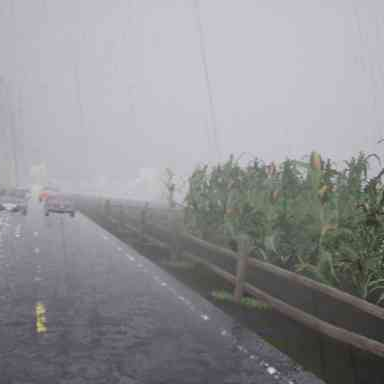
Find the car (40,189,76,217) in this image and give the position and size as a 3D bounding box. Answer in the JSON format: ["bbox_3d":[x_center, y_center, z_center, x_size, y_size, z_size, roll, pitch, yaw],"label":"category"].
[{"bbox_3d":[-9.121,0.865,22.880,2.033,1.411,5.357,5,0,-25],"label":"car"}]

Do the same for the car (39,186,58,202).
[{"bbox_3d":[-15.358,0.187,35.997,2.097,1.767,4.553,5,0,-25],"label":"car"}]

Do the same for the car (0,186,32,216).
[{"bbox_3d":[-11.348,0.593,21.022,2.128,1.511,4.902,5,0,-26],"label":"car"}]

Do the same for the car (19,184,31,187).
[{"bbox_3d":[-25.674,-0.524,51.027,1.882,1.535,5.008,5,-1,-26],"label":"car"}]
